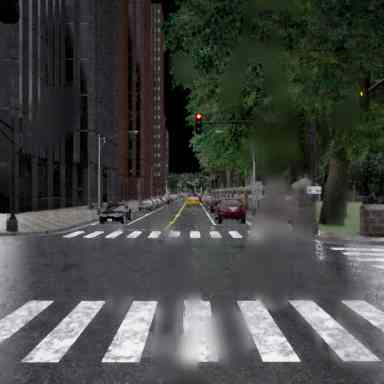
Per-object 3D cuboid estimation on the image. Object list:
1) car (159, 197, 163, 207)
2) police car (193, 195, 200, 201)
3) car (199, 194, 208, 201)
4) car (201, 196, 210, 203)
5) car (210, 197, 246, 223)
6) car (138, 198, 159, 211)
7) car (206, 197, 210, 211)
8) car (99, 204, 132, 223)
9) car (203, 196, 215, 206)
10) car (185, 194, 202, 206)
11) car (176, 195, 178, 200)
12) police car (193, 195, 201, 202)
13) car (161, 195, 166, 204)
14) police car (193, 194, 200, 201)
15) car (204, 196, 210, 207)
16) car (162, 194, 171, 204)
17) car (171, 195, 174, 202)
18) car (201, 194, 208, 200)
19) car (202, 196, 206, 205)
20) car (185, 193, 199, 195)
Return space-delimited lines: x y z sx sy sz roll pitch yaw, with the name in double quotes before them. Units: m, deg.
"car" -5.625 1.617 47.090 1.802 1.307 4.206 0 0 0
"police car" 1.135 1.512 86.018 1.930 1.638 5.238 0 0 0
"car" 3.013 1.400 85.268 2.192 1.841 5.009 0 0 0
"car" 2.981 1.593 74.524 1.752 1.417 4.829 0 0 0
"car" 2.836 1.326 25.247 2.192 1.841 5.009 0 0 0
"car" -5.641 1.580 41.633 2.008 1.369 4.403 0 0 0
"car" 2.868 1.588 36.159 1.947 1.339 4.313 0 0 0
"car" -5.689 1.577 25.262 1.947 1.339 4.313 0 0 0
"car" 2.933 1.487 57.985 1.967 1.590 4.097 0 0 0
"car" 0.212 1.522 55.280 1.882 1.535 5.008 0 0 0
"car" -5.496 1.534 90.747 1.967 1.590 4.097 0 0 0
"police car" 1.123 1.496 76.018 1.930 1.638 5.238 0 0 0
"car" -5.609 1.623 52.547 1.802 1.307 4.206 0 0 0
"police car" 1.171 1.522 92.018 1.930 1.638 5.238 0 0 0
"car" 2.884 1.579 41.615 2.008 1.369 4.403 0 0 0
"car" -5.576 1.636 63.462 1.802 1.307 4.206 0 0 0
"car" -5.560 1.375 68.919 2.192 1.841 5.009 0 0 0
"car" 2.917 1.481 52.529 1.967 1.590 4.097 0 0 0
"car" 2.900 1.586 47.072 2.008 1.369 4.403 0 0 0
"car" 0.192 1.277 65.406 2.150 2.045 5.566 0 0 0
